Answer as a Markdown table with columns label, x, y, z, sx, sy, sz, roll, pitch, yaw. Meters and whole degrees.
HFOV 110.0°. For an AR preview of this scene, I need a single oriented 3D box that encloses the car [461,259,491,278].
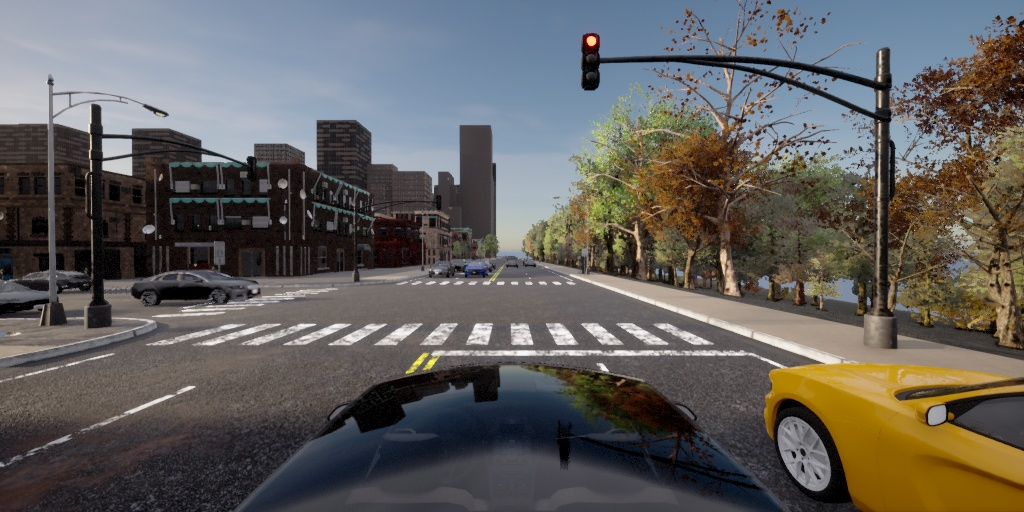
| label | x | y | z | sx | sy | sz | roll | pitch | yaw |
| --- | --- | --- | --- | --- | --- | --- | --- | --- | --- |
| car | -3.381 | 1.217 | 34.697 | 1.882 | 1.535 | 5.008 | 0 | 0 | 0 |

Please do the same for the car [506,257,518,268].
| label | x | y | z | sx | sy | sz | roll | pitch | yaw |
| --- | --- | --- | --- | --- | --- | --- | --- | --- | --- |
| car | 0.027 | 1.291 | 61.547 | 1.994 | 1.385 | 4.181 | 0 | 0 | 0 |

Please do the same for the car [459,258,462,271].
| label | x | y | z | sx | sy | sz | roll | pitch | yaw |
| --- | --- | --- | --- | --- | --- | --- | --- | --- | --- |
| car | -6.641 | 1.087 | 44.179 | 2.097 | 1.767 | 4.553 | 0 | 0 | 0 |

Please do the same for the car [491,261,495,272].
| label | x | y | z | sx | sy | sz | roll | pitch | yaw |
| --- | --- | --- | --- | --- | --- | --- | --- | --- | --- |
| car | -3.388 | 1.261 | 44.093 | 1.812 | 1.442 | 4.674 | 0 | 0 | 0 |

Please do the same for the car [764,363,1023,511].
| label | x | y | z | sx | sy | sz | roll | pitch | yaw |
| --- | --- | --- | --- | --- | --- | --- | --- | --- | --- |
| car | 3.351 | 1.228 | 1.397 | 1.882 | 1.535 | 5.008 | 0 | 0 | 0 |

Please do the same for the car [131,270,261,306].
| label | x | y | z | sx | sy | sz | roll | pitch | yaw |
| --- | --- | --- | --- | --- | --- | --- | --- | --- | --- |
| car | -14.269 | 1.390 | 16.369 | 4.902 | 1.511 | 2.128 | -1 | 1 | -2 |

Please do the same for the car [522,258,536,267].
| label | x | y | z | sx | sy | sz | roll | pitch | yaw |
| --- | --- | --- | --- | --- | --- | --- | --- | --- | --- |
| car | 3.266 | 1.290 | 64.501 | 1.994 | 1.385 | 4.181 | 0 | 0 | 1 |

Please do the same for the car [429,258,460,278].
| label | x | y | z | sx | sy | sz | roll | pitch | yaw |
| --- | --- | --- | --- | --- | --- | --- | --- | --- | --- |
| car | -6.630 | 1.231 | 34.305 | 2.128 | 1.511 | 4.902 | 0 | 0 | 0 |

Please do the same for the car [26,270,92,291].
| label | x | y | z | sx | sy | sz | roll | pitch | yaw |
| --- | --- | --- | --- | --- | --- | --- | --- | --- | --- |
| car | -28.305 | 1.559 | 22.000 | 4.403 | 1.370 | 2.007 | 0 | 0 | 0 |

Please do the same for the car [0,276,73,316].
| label | x | y | z | sx | sy | sz | roll | pitch | yaw |
| --- | --- | --- | --- | --- | --- | --- | --- | --- | --- |
| car | -19.961 | 1.564 | 13.498 | 4.313 | 1.339 | 1.948 | 0 | 0 | 0 |
